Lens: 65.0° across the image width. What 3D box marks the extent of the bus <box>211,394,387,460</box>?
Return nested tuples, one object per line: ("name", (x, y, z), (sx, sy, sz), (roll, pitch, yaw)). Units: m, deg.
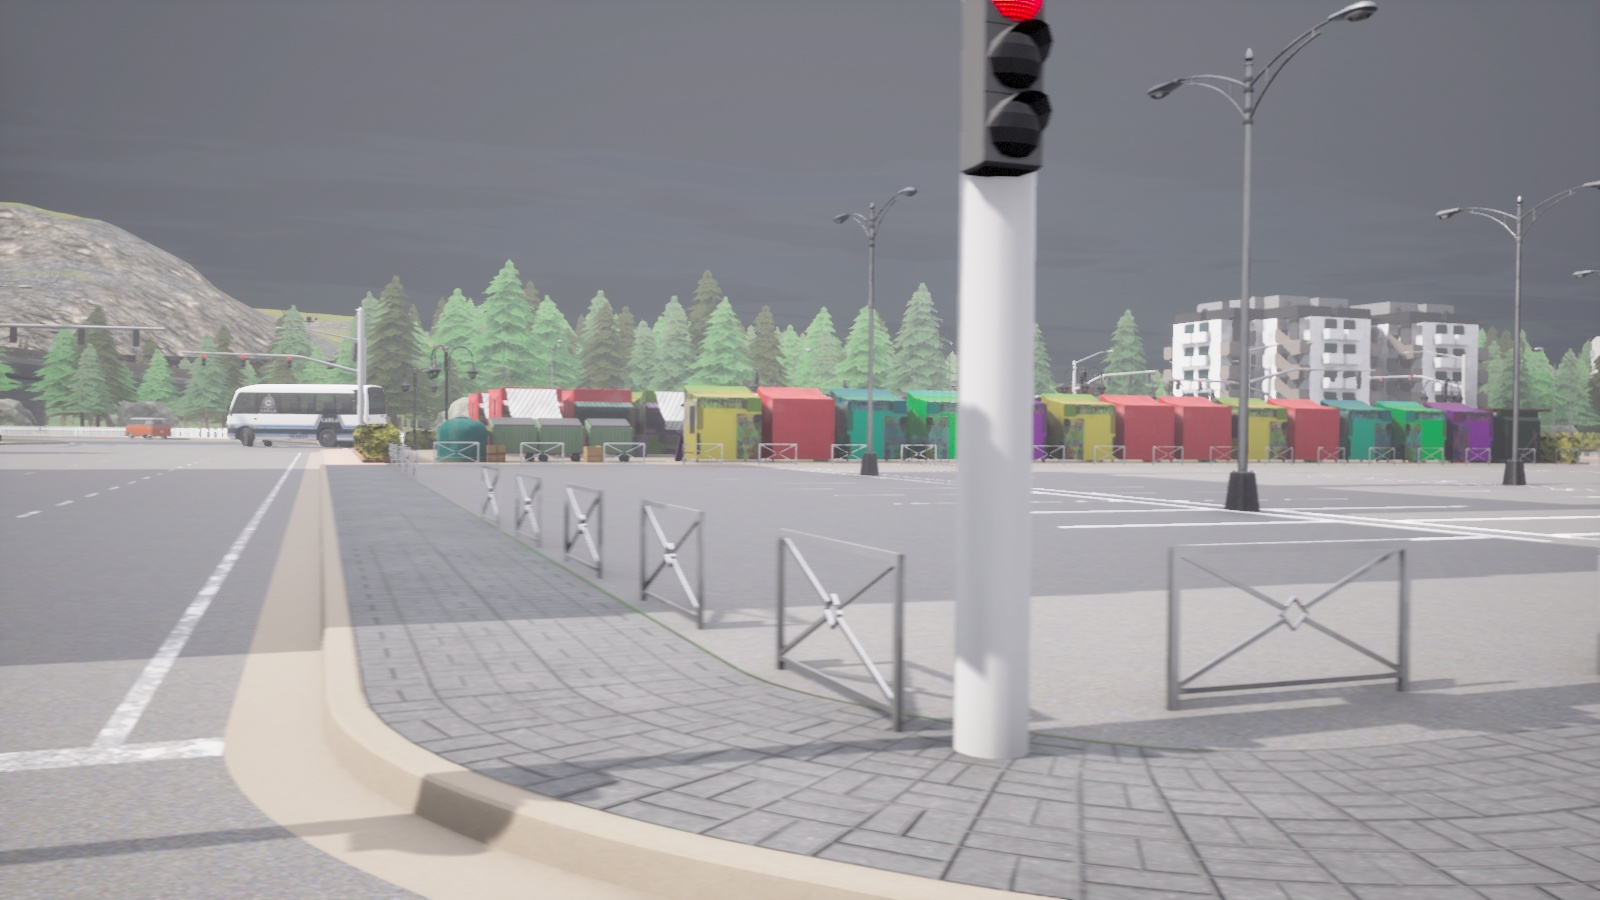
("bus", (-33.738, -1.570, 84.791), (10.273, 4.253, 3.944), (0, 3, 6))
